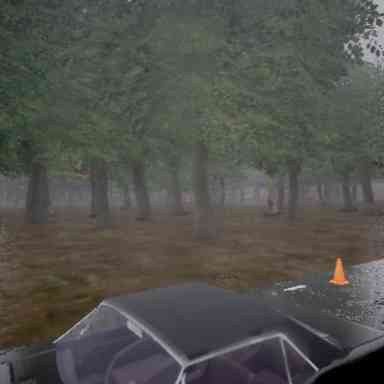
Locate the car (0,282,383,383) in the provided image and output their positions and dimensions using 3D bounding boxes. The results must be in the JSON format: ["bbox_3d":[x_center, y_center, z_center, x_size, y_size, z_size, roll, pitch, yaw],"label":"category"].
[{"bbox_3d":[-0.328,1.597,2.628,4.718,1.301,1.895,0,0,-35],"label":"car"}]

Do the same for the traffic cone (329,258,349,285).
[{"bbox_3d":[3.608,1.920,8.153,0.340,0.580,0.340,0,0,-34],"label":"traffic cone"}]
